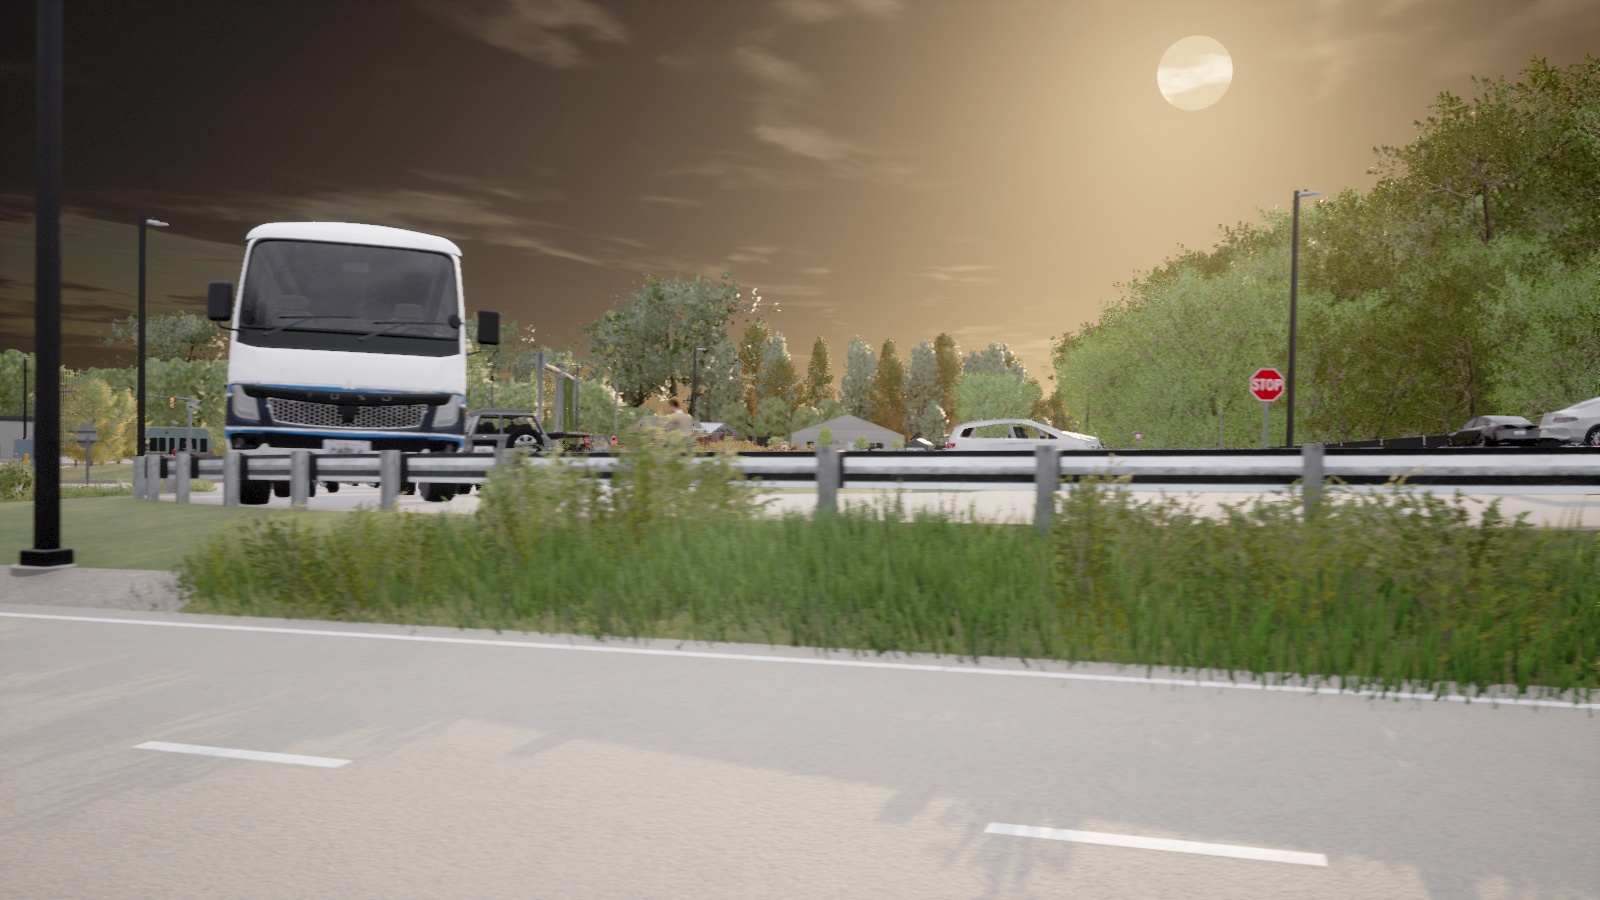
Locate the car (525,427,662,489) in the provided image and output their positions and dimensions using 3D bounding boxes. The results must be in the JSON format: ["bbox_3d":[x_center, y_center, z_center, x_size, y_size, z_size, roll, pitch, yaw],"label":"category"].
[{"bbox_3d":[-6.661,0.261,40.607,3.866,1.878,1.905,-1,0,19],"label":"car"}]

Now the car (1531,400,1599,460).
[{"bbox_3d":[21.216,-0.556,31.429,4.674,1.442,1.812,-2,0,13],"label":"car"}]

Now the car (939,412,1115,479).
[{"bbox_3d":[6.542,-0.115,36.026,4.611,1.667,2.242,-2,0,19],"label":"car"}]

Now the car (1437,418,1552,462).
[{"bbox_3d":[26.416,-0.334,47.998,2.163,1.488,4.792,1,-1,7],"label":"car"}]

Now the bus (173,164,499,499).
[{"bbox_3d":[-7.740,-1.349,21.775,3.944,4.253,10.273,2,-3,-18],"label":"bus"}]

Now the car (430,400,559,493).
[{"bbox_3d":[-6.796,-0.002,27.572,1.932,1.855,4.605,1,-2,-24],"label":"car"}]

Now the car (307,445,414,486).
[{"bbox_3d":[-16.861,0.594,48.218,3.633,1.501,1.845,0,1,26],"label":"car"}]

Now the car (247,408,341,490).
[{"bbox_3d":[-12.391,0.032,30.970,1.932,1.855,4.605,1,-2,-20],"label":"car"}]

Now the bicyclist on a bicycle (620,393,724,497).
[{"bbox_3d":[-2.066,-0.059,20.256,1.509,1.612,0.866,-1,-1,42],"label":"bicyclist on a bicycle"}]
